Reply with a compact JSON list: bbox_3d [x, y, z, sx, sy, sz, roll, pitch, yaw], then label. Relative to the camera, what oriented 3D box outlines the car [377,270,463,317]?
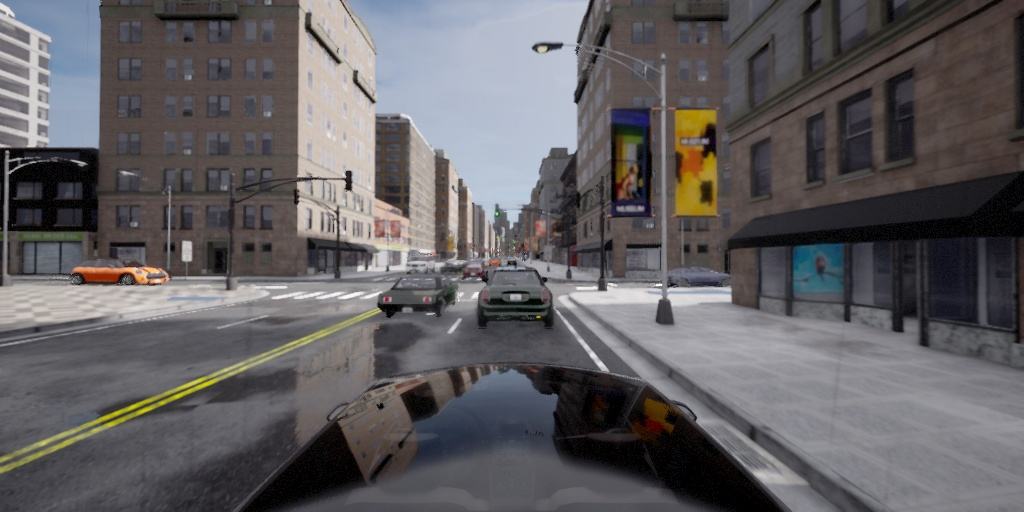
[{"bbox_3d":[-3.150,1.344,13.057,1.895,1.301,4.718,0,0,0],"label":"car"}]

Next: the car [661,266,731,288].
[{"bbox_3d":[11.680,1.345,22.549,4.181,1.385,1.994,0,-1,-1],"label":"car"}]

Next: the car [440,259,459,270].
[{"bbox_3d":[-6.594,1.317,39.130,1.895,1.301,4.718,0,0,0],"label":"car"}]

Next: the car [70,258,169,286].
[{"bbox_3d":[-24.451,0.984,22.481,4.553,1.767,2.097,0,-1,0],"label":"car"}]

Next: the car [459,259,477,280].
[{"bbox_3d":[-3.147,1.260,31.273,1.812,1.442,4.674,0,0,0],"label":"car"}]

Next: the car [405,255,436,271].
[{"bbox_3d":[-9.850,0.938,39.134,2.150,2.045,5.566,0,0,0],"label":"car"}]

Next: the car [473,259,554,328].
[{"bbox_3d":[0.100,1.096,11.520,2.097,1.767,4.553,0,0,0],"label":"car"}]
